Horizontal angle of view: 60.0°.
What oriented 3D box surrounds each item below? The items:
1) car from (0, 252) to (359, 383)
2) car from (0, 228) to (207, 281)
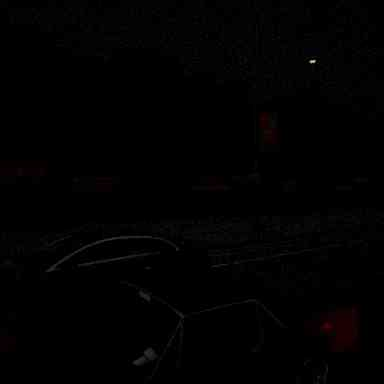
[{"bbox_3d":[-0.363,1.599,3.428,4.718,1.301,1.895,0,0,-36],"label":"car"},{"bbox_3d":[-1.860,1.490,6.353,4.902,1.511,2.128,0,0,-36],"label":"car"}]
